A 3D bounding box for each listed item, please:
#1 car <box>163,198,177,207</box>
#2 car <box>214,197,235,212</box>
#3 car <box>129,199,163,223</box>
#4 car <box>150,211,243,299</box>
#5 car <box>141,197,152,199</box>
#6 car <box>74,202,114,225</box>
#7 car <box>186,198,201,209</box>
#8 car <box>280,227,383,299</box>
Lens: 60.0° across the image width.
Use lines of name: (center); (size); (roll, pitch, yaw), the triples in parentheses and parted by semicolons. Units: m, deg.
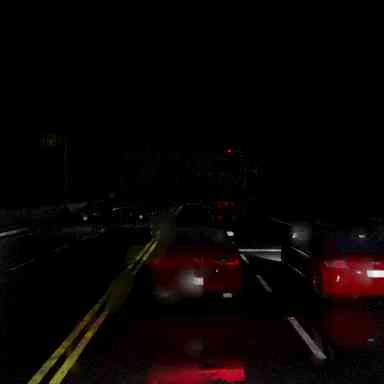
car: (-3.406, 1.564, 50.678); (1.994, 1.385, 4.181); (0, 0, 1)
car: (3.729, 1.352, 39.018); (2.097, 1.767, 4.553); (0, 0, -1)
car: (-3.546, 1.505, 25.532); (1.837, 1.490, 4.892); (0, 0, 0)
car: (0.100, 1.478, 8.540); (1.882, 1.535, 5.008); (0, 0, 0)
car: (-6.915, 1.507, 49.940); (1.837, 1.490, 4.892); (0, -1, 1)
car: (-7.047, 1.491, 24.407); (2.128, 1.511, 4.902); (0, 0, 0)
car: (0.197, 1.547, 44.807); (2.033, 1.411, 5.357); (0, 0, 0)
car: (3.639, 1.564, 8.491); (1.994, 1.385, 4.181); (0, 0, 1)
